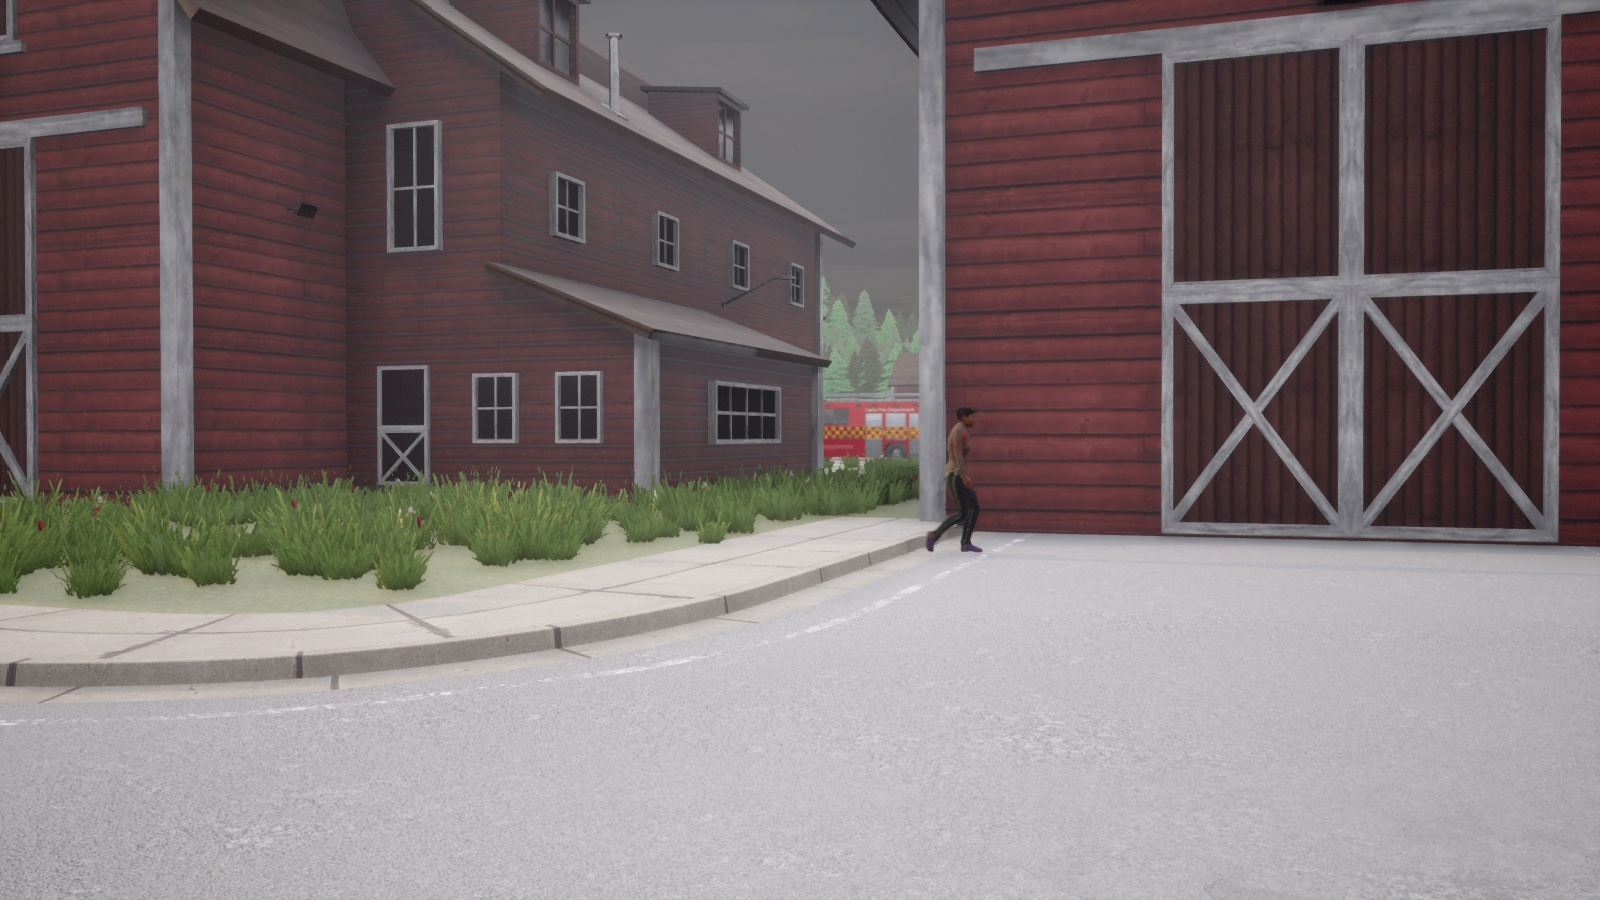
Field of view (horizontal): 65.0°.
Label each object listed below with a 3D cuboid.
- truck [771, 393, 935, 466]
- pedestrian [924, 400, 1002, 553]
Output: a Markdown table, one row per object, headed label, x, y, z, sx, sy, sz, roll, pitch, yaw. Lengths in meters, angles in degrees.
| label | x | y | z | sx | sy | sz | roll | pitch | yaw |
| --- | --- | --- | --- | --- | --- | --- | --- | --- | --- |
| truck | 2.891 | -1.114 | 68.580 | 8.468 | 3.827 | 2.891 | 1 | 1 | 19 |
| pedestrian | 1.949 | 0.306 | 15.011 | 0.869 | 1.805 | 0.328 | 1 | 1 | 19 |
